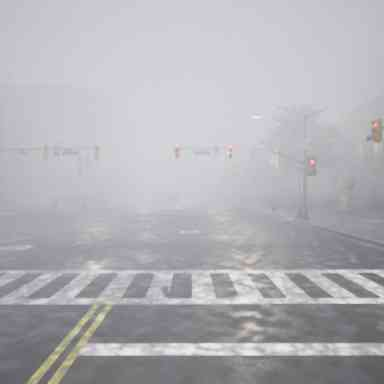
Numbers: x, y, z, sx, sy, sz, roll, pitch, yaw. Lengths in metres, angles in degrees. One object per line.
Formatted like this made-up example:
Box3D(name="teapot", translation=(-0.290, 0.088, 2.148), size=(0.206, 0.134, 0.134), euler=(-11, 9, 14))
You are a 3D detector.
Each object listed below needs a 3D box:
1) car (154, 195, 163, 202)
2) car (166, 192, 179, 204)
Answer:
Box3D(name="car", translation=(-7.287, 1.359, 72.414), size=(2.033, 1.411, 5.357), euler=(0, 0, -7))
Box3D(name="car", translation=(-3.553, 1.084, 60.758), size=(2.150, 2.045, 5.566), euler=(0, 1, 0))
